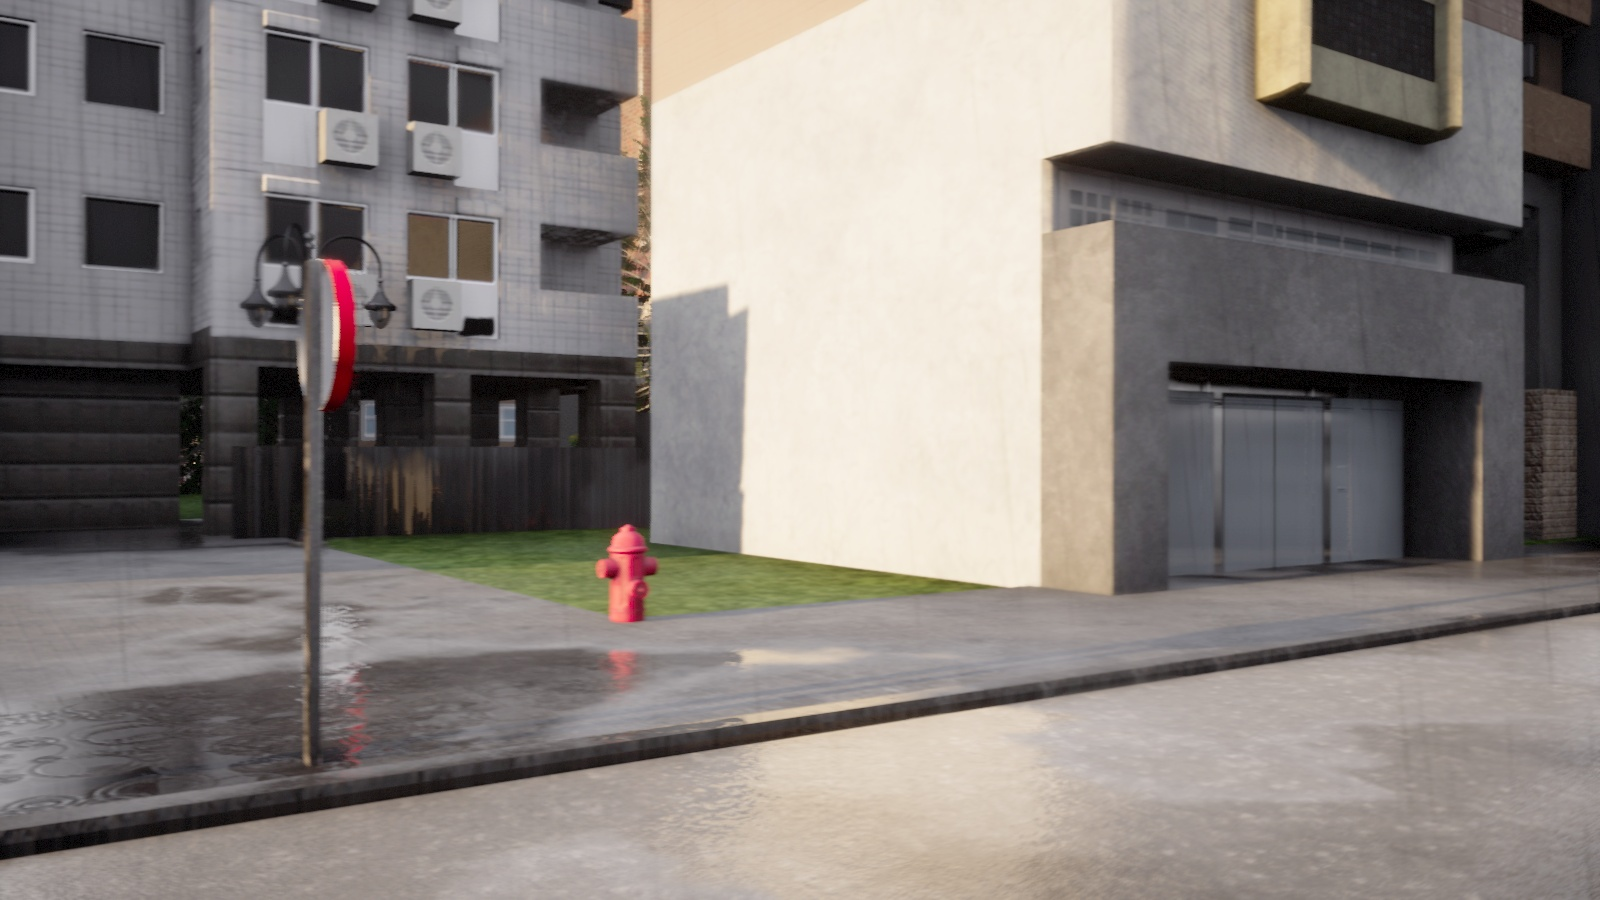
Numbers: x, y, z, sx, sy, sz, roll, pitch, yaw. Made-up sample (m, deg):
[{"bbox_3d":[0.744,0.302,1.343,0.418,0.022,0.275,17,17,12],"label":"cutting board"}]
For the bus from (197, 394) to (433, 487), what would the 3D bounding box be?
[{"bbox_3d":[-23.987,-0.428,62.518,10.273,4.253,3.944,0,0,-37],"label":"bus"}]
